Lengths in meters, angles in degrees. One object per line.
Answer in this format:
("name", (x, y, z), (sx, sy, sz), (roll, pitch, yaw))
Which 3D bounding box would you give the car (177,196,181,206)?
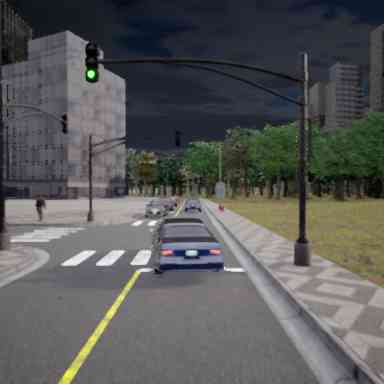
("car", (-3.065, 1.405, 48.824), (1.882, 1.535, 5.008), (0, 0, 0))

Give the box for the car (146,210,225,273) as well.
("car", (-0.341, 1.537, 10.615), (2.033, 1.411, 5.357), (0, 0, -8))

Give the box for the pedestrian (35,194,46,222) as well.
("pedestrian", (-10.085, 1.056, 22.180), (0.375, 1.860, 0.375), (0, 0, 1))

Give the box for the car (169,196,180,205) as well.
("car", (-3.054, 1.410, 59.122), (1.837, 1.490, 4.892), (0, 0, 0))

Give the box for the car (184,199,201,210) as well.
("car", (0.099, 1.493, 38.466), (2.033, 1.411, 5.357), (0, 0, 0))

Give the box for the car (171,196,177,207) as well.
("car", (-3.095, 1.449, 39.374), (1.837, 1.490, 4.892), (0, 0, 0))

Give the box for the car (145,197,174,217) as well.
("car", (-3.099, 1.451, 30.158), (2.128, 1.511, 4.902), (0, 0, 0))
